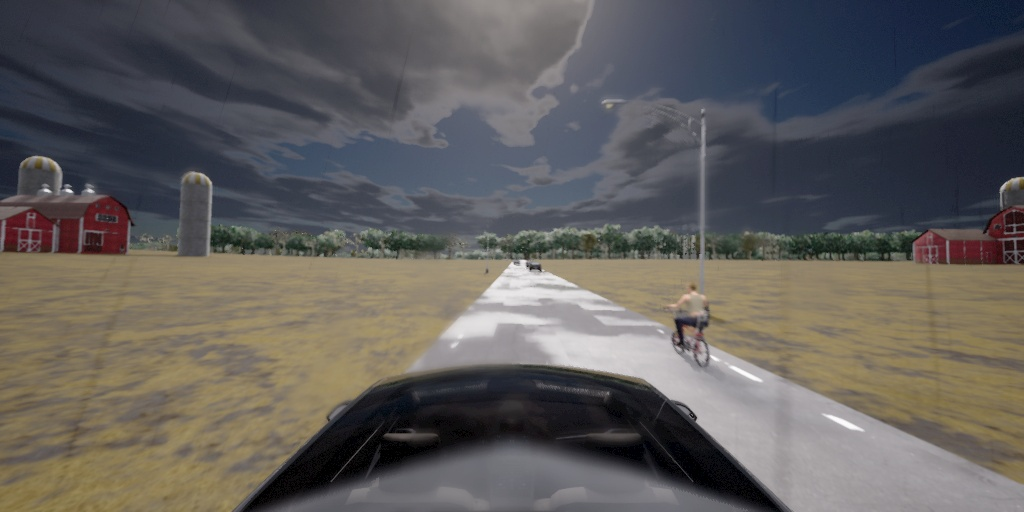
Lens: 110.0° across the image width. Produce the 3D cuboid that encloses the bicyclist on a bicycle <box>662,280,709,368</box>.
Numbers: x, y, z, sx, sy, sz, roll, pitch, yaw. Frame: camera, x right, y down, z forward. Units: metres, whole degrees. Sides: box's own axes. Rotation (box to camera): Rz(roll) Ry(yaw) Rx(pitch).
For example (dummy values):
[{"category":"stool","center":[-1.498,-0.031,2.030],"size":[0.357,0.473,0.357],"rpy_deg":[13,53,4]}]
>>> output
[{"category":"bicyclist on a bicycle","center":[3.541,1.286,7.174],"size":[0.866,1.612,1.509],"rpy_deg":[1,-1,1]}]

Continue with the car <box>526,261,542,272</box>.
[{"category":"car","center":[3.549,1.613,55.639],"size":[1.882,1.535,5.008],"rpy_deg":[1,0,1]}]
